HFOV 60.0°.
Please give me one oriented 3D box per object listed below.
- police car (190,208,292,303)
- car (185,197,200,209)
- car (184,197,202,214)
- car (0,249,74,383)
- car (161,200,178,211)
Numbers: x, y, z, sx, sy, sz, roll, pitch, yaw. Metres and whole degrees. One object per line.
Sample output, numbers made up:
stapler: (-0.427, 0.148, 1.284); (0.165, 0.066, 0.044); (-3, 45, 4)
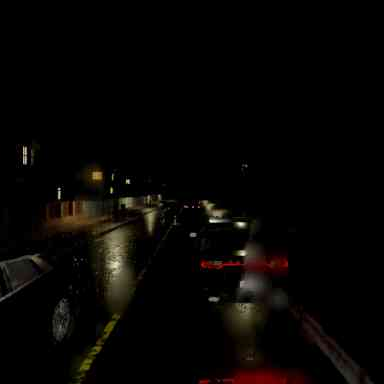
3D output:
police car: (0.972, 1.426, 8.421); (1.930, 1.638, 5.238); (0, 0, 0)
car: (0.090, 1.504, 45.744); (1.837, 1.490, 4.892); (0, 0, 1)
car: (0.120, 1.548, 35.397); (2.033, 1.411, 5.357); (0, 0, 0)
car: (-2.844, 1.492, 3.571); (2.128, 1.511, 4.902); (0, 0, 0)
car: (-2.695, 1.600, 40.689); (1.895, 1.301, 4.718); (0, 0, 0)
